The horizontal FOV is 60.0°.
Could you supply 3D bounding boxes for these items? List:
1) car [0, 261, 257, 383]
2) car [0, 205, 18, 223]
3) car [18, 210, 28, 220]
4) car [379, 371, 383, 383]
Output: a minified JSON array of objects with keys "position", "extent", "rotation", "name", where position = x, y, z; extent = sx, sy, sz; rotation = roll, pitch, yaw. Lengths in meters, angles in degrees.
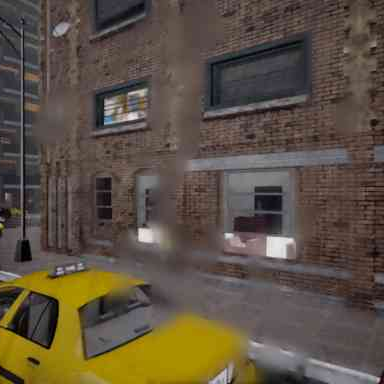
[{"position":[-1.661,1.529,4.063],"extent":[4.829,1.417,1.752],"rotation":[0,0,36],"name":"car"},{"position":[-16.865,1.784,26.185],"extent":[1.837,1.490,4.892],"rotation":[0,-1,35],"name":"car"},{"position":[-17.396,1.865,29.967],"extent":[1.752,1.417,4.829],"rotation":[-1,-2,35],"name":"car"},{"position":[3.103,1.313,0.665],"extent":[5.009,1.841,2.192],"rotation":[0,0,35],"name":"car"}]
